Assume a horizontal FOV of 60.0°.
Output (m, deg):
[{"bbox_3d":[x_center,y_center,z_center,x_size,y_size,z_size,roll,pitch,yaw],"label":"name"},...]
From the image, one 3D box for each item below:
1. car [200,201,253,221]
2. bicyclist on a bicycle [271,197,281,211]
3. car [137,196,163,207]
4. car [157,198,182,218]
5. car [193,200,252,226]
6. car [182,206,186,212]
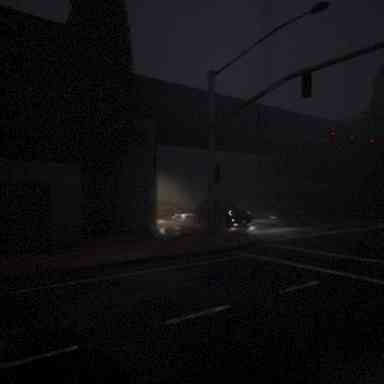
[{"bbox_3d":[2.870,1.551,28.382,1.812,1.442,4.674,0,0,-36],"label":"car"},{"bbox_3d":[9.704,1.343,38.450,1.656,1.620,0.582,0,0,-37],"label":"bicyclist on a bicycle"},{"bbox_3d":[-6.874,1.517,53.634,1.882,1.535,5.008,0,0,-37],"label":"car"},{"bbox_3d":[-3.348,1.501,30.897,1.882,1.535,5.008,0,0,-37],"label":"car"},{"bbox_3d":[2.086,1.373,23.558,2.097,1.767,4.553,0,0,-36],"label":"car"},{"bbox_3d":[-2.830,1.575,36.085,2.033,1.411,5.357,0,0,-36],"label":"car"}]
